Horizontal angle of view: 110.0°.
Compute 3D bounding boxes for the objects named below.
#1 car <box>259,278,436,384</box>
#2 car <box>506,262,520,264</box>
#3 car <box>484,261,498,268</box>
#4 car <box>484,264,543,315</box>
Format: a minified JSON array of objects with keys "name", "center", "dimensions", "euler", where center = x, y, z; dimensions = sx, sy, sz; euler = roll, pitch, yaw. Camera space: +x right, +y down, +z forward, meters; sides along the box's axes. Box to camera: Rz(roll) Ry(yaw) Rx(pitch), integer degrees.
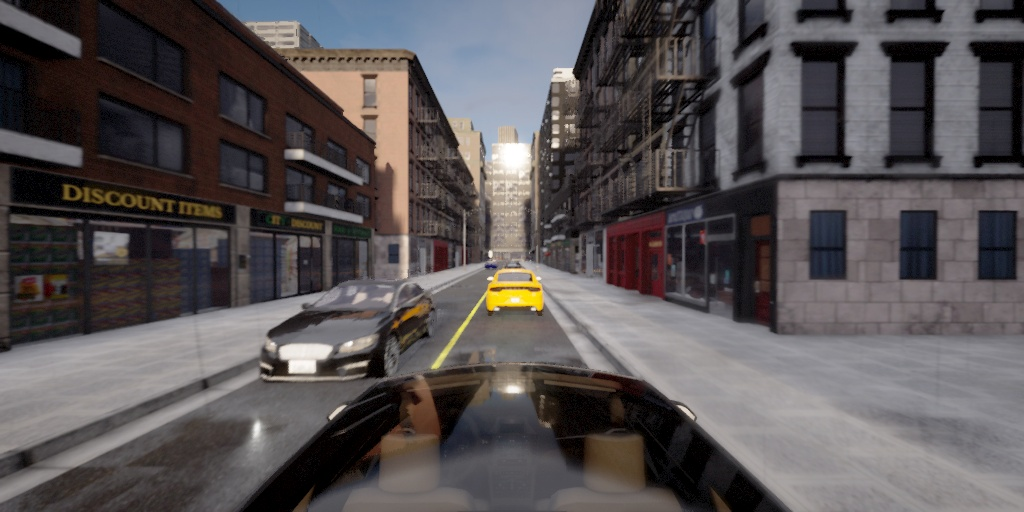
[{"name":"car","center":[-2.850,1.240,7.326],"dimensions":[2.128,1.511,4.902],"euler":[0,0,0]},{"name":"car","center":[0.106,1.266,33.915],"dimensions":[1.812,1.442,4.674],"euler":[0,0,0]},{"name":"car","center":[-2.819,1.329,49.763],"dimensions":[1.895,1.301,4.718],"euler":[0,0,0]},{"name":"car","center":[0.102,1.224,13.653],"dimensions":[1.882,1.535,5.008],"euler":[0,0,0]}]
